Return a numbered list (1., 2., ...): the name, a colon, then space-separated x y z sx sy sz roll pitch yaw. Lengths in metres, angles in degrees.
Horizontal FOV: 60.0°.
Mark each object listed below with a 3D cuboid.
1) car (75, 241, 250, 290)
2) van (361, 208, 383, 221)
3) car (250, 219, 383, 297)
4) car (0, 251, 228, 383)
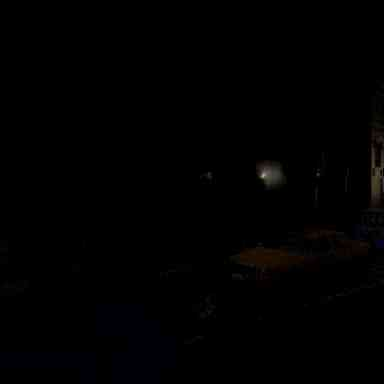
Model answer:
1. car: -1.288 1.587 5.735 4.313 1.339 1.947 1 -1 -36
2. van: 7.521 1.468 12.032 3.998 1.788 1.690 1 -1 -36
3. car: 2.978 1.598 8.784 4.829 1.417 1.752 1 -1 -36
4. car: -2.326 1.468 1.706 5.008 1.535 1.882 1 -1 -35
